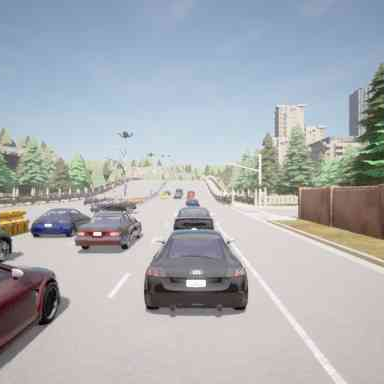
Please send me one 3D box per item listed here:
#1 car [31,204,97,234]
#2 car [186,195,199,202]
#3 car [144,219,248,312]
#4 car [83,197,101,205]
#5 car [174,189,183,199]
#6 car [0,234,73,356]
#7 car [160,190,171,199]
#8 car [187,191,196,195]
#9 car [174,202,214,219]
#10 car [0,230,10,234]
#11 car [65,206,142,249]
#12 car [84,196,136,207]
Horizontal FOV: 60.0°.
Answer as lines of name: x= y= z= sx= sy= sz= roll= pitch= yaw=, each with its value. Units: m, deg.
car: x=-6.912 y=1.564 z=18.007 sx=1.994 sy=1.385 sz=4.181 roll=0 pitch=0 yaw=0
car: x=0.119 y=1.564 z=53.124 sx=1.994 sy=1.385 sz=4.181 roll=0 pitch=0 yaw=-2
car: x=0.091 y=1.564 z=7.813 sx=1.994 sy=1.385 sz=4.181 roll=0 pitch=0 yaw=1
car: x=-17.598 y=1.564 z=58.680 sx=1.994 sy=1.385 sz=4.181 roll=0 pitch=0 yaw=0
car: x=-3.663 y=0.903 z=86.963 sx=2.097 sy=1.767 sz=4.553 roll=0 pitch=3 yaw=0
car: x=-3.404 y=1.564 z=4.469 sx=1.994 sy=1.385 sz=4.181 roll=0 pitch=0 yaw=0
car: x=-7.164 y=1.024 z=86.978 sx=1.882 sy=1.535 sz=5.008 roll=0 pitch=3 yaw=0
car: x=-0.181 y=0.585 z=89.767 sx=2.150 sy=2.045 sz=5.566 roll=0 pitch=4 yaw=0
car: x=0.090 y=1.478 z=16.803 sx=1.882 sy=1.535 sz=5.008 roll=0 pitch=0 yaw=0
car: x=-6.904 y=1.491 z=9.166 sx=2.128 sy=1.511 sz=4.902 roll=0 pitch=0 yaw=0
car: x=-3.403 y=1.547 z=14.446 sx=2.033 sy=1.411 sz=5.357 roll=0 pitch=0 yaw=0
car: x=-8.112 y=1.491 z=34.154 sx=4.902 sy=1.511 sz=2.128 roll=0 pitch=0 yaw=-34
